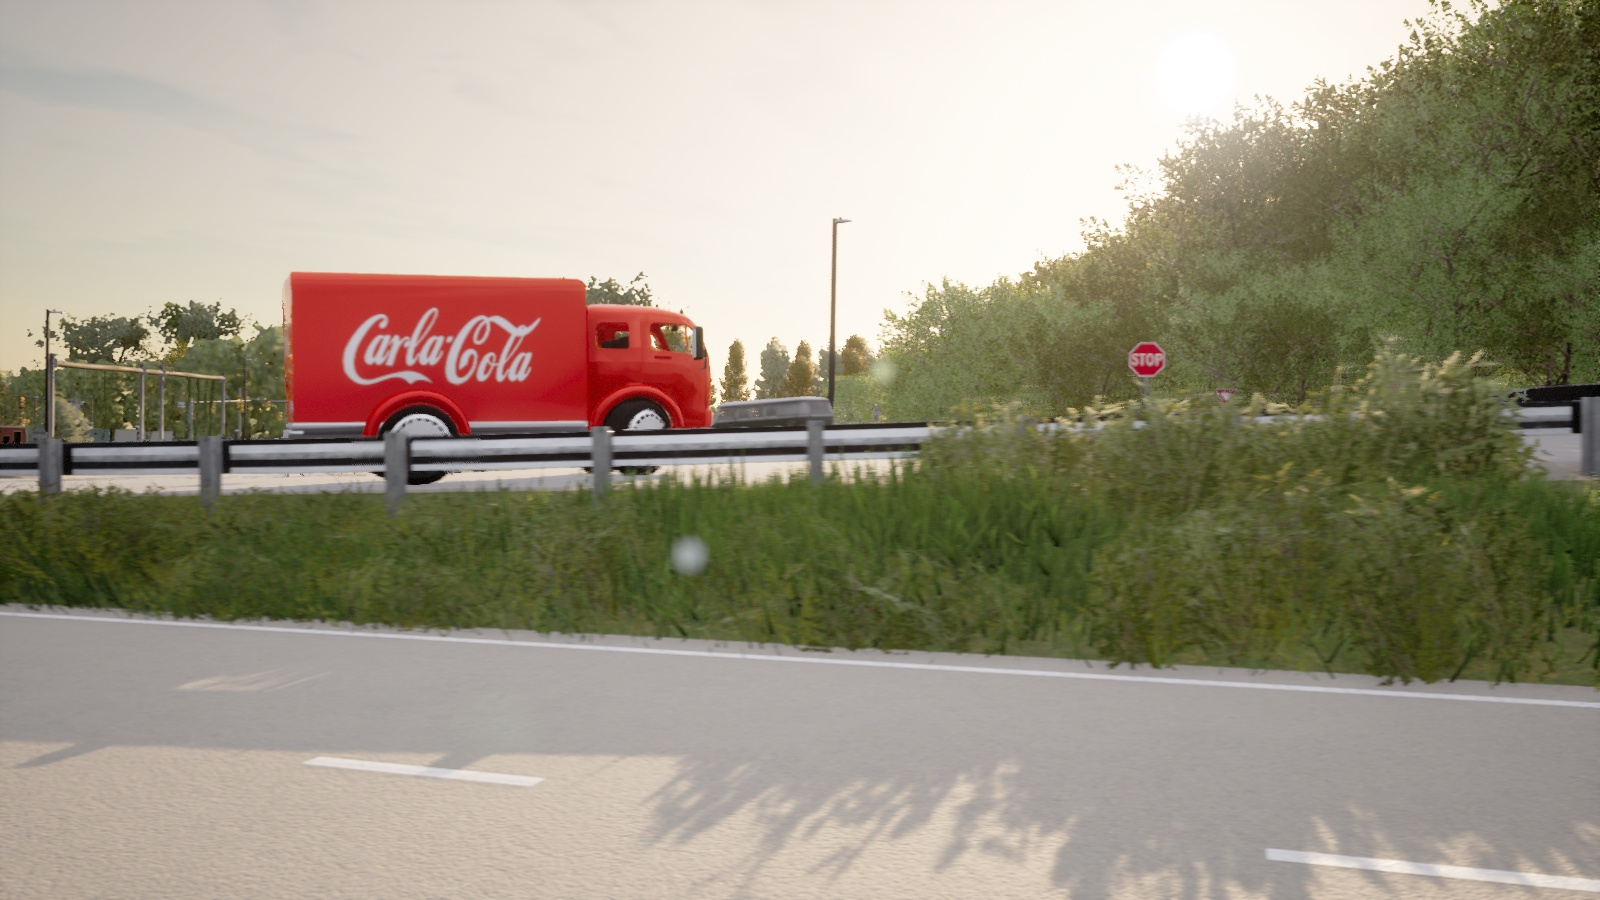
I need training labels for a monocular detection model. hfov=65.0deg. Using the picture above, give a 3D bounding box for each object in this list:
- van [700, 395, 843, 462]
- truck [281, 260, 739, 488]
[{"bbox_3d":[-0.972,-0.694,41.572,4.442,1.987,1.775,-3,0,35],"label":"van"},{"bbox_3d":[-3.690,-0.900,15.907,5.204,2.467,2.627,-1,2,-25],"label":"truck"}]
